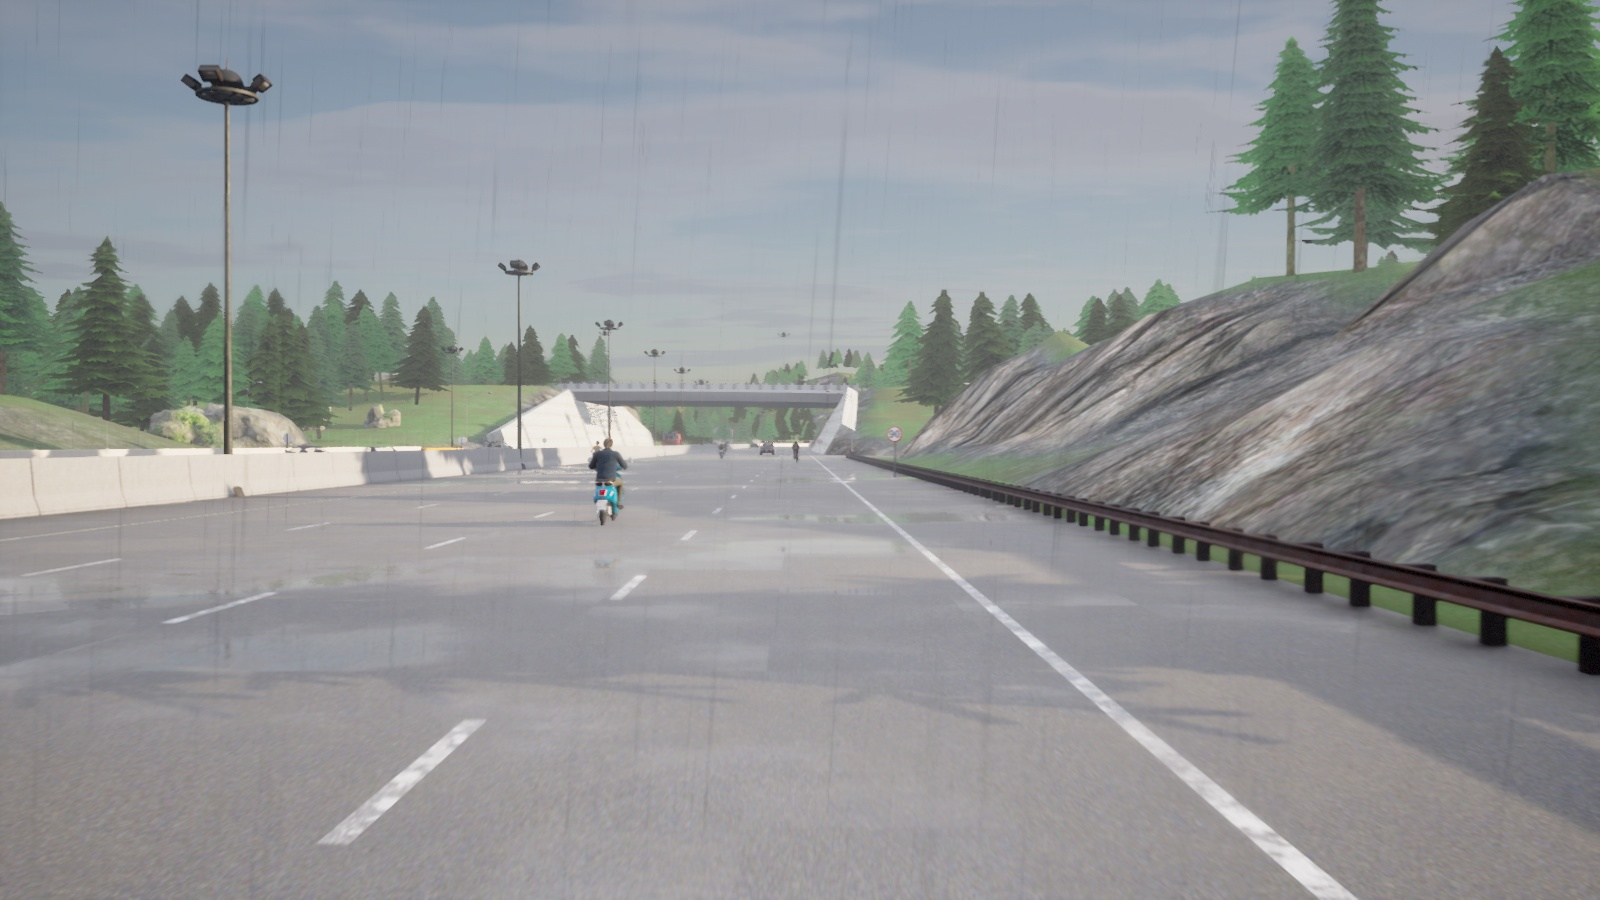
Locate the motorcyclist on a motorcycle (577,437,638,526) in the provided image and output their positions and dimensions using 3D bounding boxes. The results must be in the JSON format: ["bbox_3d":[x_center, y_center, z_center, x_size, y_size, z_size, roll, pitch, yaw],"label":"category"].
[{"bbox_3d":[-3.550,0.566,23.346,0.866,1.590,1.817,0,0,0],"label":"motorcyclist on a motorcycle"}]

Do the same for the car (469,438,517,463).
[{"bbox_3d":[-21.244,0.019,87.144,2.152,1.651,5.027,0,0,0],"label":"car"}]

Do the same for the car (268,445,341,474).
[{"bbox_3d":[-24.671,0.440,62.642,1.994,1.385,4.181,0,0,0],"label":"car"}]
